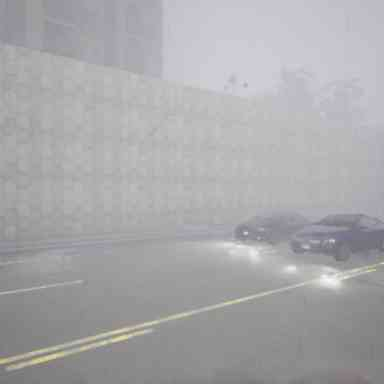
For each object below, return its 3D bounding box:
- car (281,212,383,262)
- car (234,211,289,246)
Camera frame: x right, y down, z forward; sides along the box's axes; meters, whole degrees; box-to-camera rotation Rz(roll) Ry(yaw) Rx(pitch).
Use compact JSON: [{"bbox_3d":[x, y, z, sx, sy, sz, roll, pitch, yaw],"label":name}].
[{"bbox_3d":[5.644,1.532,12.299,4.674,1.442,1.812,0,0,-36],"label":"car"},{"bbox_3d":[3.933,1.570,15.394,4.181,1.385,1.994,0,0,-35],"label":"car"}]
